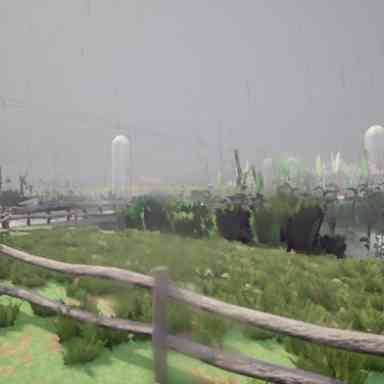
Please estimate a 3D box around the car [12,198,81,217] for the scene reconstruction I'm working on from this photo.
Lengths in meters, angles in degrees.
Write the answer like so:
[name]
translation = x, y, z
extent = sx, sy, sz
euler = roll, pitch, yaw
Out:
[car]
translation = -10.534, 1.171, 24.530
extent = 2.128, 1.511, 4.902
euler = 0, 2, 38
